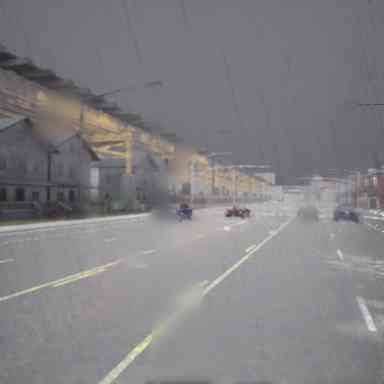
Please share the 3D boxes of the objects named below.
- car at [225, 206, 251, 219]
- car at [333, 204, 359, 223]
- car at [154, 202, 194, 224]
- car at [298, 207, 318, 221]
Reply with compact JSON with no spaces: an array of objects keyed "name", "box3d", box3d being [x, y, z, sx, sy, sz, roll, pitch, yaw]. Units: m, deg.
[{"name":"car","box3d":[4.970,2.155,35.858,1.895,1.301,4.718,1,-1,21]},{"name":"car","box3d":[15.539,2.070,33.769,2.097,1.767,4.553,1,-1,20]},{"name":"car","box3d":[-1.492,1.697,28.677,2.097,1.767,4.553,1,-1,21]},{"name":"car","box3d":[12.416,2.283,35.416,1.895,1.301,4.718,1,-1,20]}]
